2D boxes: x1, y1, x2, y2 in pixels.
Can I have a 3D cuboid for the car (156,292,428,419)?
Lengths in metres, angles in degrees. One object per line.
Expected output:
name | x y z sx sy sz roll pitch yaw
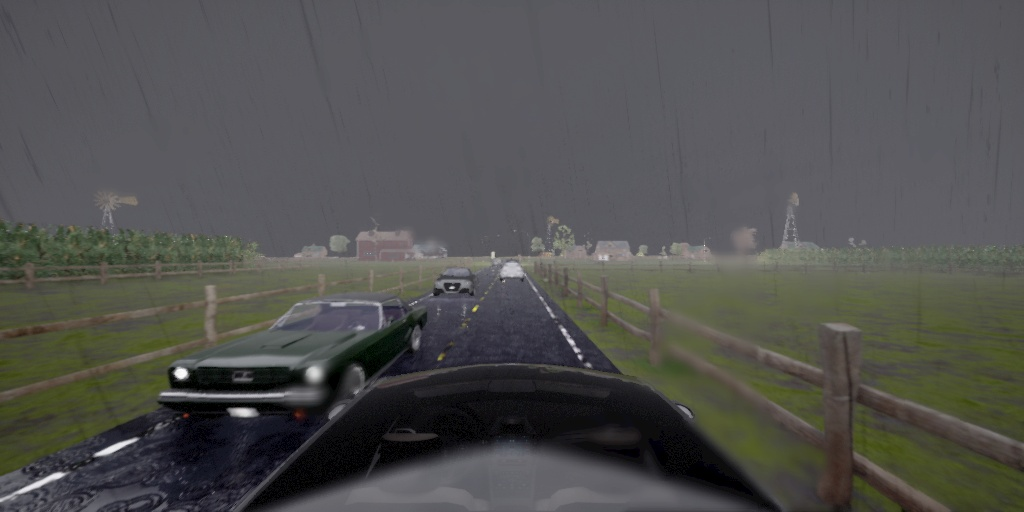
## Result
car | -2.849 1.348 6.005 1.895 1.301 4.718 0 0 0

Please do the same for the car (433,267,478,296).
car | -2.852 1.300 18.886 1.994 1.385 4.181 0 0 -1

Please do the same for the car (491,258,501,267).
car | -2.776 1.187 65.142 2.128 1.511 4.902 0 0 0

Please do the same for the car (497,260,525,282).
car | 0.009 1.253 28.970 1.812 1.442 4.674 0 0 0
